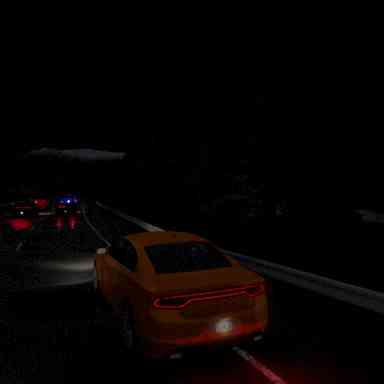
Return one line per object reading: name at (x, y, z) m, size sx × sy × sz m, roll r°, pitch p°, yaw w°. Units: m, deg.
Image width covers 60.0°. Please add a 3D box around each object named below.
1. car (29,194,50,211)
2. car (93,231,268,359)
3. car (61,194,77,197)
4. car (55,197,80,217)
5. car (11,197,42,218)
car at (-18.457, 1.221, 40.060) m, size 2.150 × 2.045 × 5.566 m, roll 0°, pitch 0°, yaw -19°
car at (-0.640, 1.478, 6.295) m, size 1.882 × 1.535 × 5.008 m, roll 0°, pitch 0°, yaw -25°
car at (-15.290, 1.221, 41.448) m, size 2.150 × 2.045 × 5.566 m, roll 0°, pitch 0°, yaw -18°
car at (-11.882, 1.491, 31.546) m, size 2.128 × 1.511 × 4.902 m, roll 0°, pitch 0°, yaw -19°
car at (-15.059, 1.505, 30.161) m, size 1.837 × 1.490 × 4.892 m, roll 0°, pitch 0°, yaw -19°
